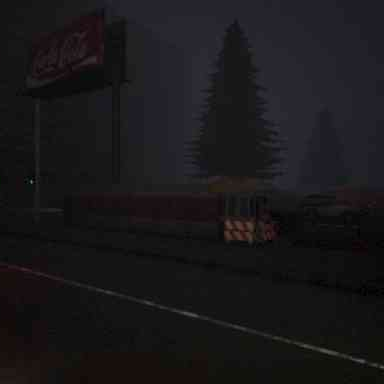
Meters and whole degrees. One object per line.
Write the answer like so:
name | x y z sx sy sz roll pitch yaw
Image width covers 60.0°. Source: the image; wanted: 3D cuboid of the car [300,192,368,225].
car | 9.172 1.124 22.008 3.866 1.878 1.905 0 0 35

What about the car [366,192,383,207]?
car | 26.615 1.257 47.796 3.988 1.617 1.851 0 0 35

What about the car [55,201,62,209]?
car | -14.658 1.350 41.354 1.812 1.442 4.674 0 0 35

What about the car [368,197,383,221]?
car | 11.111 1.315 24.065 4.193 1.474 1.816 0 0 35
